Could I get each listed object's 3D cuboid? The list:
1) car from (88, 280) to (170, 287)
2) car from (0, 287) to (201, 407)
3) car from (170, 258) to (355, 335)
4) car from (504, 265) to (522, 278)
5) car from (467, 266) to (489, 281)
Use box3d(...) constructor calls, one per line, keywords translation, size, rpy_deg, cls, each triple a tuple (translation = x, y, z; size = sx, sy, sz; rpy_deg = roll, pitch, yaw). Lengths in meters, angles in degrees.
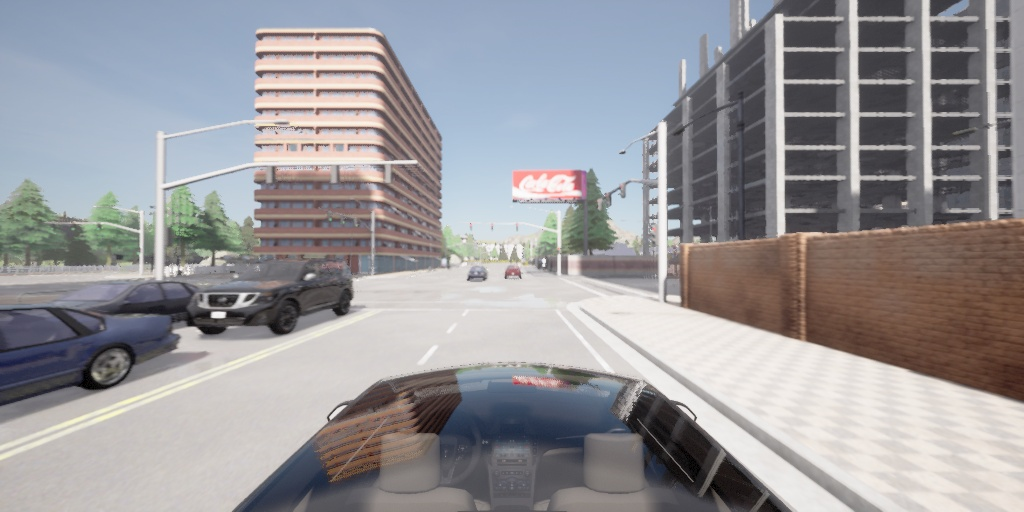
box3d(translation=(-10.514, 1.395, 9.922), size=(2.033, 1.411, 5.357), rpy_deg=(0, -1, 0), cls="car")
box3d(translation=(-7.069, 1.327, 4.214), size=(2.033, 1.411, 5.357), rpy_deg=(0, -1, 0), cls="car")
box3d(translation=(-6.998, 1.085, 11.315), size=(2.150, 2.045, 5.566), rpy_deg=(0, -1, 0), cls="car")
box3d(translation=(0.105, 1.736, 40.474), size=(1.812, 1.442, 4.674), rpy_deg=(0, 0, 0), cls="car")
box3d(translation=(-3.397, 1.707, 36.181), size=(2.033, 1.411, 5.357), rpy_deg=(0, -1, 0), cls="car")
